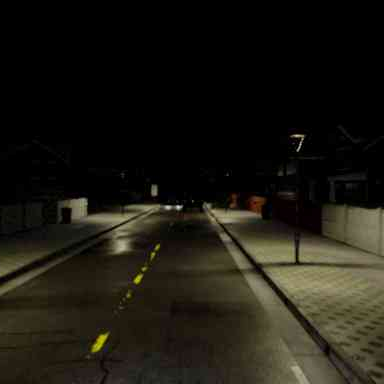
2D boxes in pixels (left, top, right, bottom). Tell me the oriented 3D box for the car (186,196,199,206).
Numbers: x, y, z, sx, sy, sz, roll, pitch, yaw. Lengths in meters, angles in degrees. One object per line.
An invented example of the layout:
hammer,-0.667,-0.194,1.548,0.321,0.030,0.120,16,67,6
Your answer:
car,0.106,1.316,50.946,1.837,1.490,4.892,0,0,0

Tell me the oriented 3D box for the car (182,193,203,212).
car,0.100,1.090,37.636,2.150,2.045,5.566,0,0,0

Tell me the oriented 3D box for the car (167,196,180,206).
car,-2.791,1.288,51.197,1.882,1.535,5.008,0,0,1
